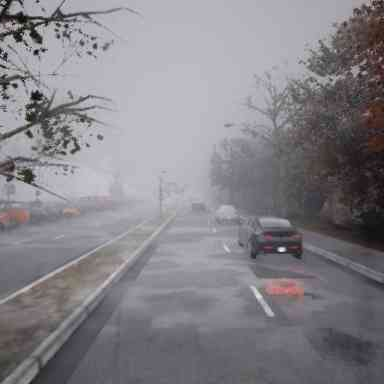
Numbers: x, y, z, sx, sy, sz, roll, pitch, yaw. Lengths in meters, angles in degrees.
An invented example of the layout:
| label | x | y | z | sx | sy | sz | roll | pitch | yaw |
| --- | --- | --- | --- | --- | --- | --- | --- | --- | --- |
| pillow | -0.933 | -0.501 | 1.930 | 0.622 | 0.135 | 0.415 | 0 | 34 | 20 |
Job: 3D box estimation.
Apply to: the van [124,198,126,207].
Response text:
| label | x | y | z | sx | sy | sz | roll | pitch | yaw |
| --- | --- | --- | --- | --- | --- | --- | --- | --- | --- |
| van | -14.020 | 1.663 | 56.313 | 4.442 | 1.987 | 1.878 | -1 | 0 | -20 |

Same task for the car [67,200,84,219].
| label | x | y | z | sx | sy | sz | roll | pitch | yaw |
| --- | --- | --- | --- | --- | --- | --- | --- | --- | --- |
| car | -13.728 | 1.859 | 32.553 | 5.366 | 1.575 | 1.946 | -1 | -1 | -20 |

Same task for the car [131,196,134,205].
| label | x | y | z | sx | sy | sz | roll | pitch | yaw |
| --- | --- | --- | --- | --- | --- | --- | --- | --- | --- |
| car | -13.905 | 1.922 | 62.321 | 4.674 | 1.452 | 2.002 | -1 | 0 | -20 |

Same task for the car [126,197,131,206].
| label | x | y | z | sx | sy | sz | roll | pitch | yaw |
| --- | --- | --- | --- | --- | --- | --- | --- | --- | --- |
| car | -13.881 | 1.758 | 59.348 | 4.553 | 1.767 | 2.185 | -1 | 0 | -20 |

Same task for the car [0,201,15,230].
| label | x | y | z | sx | sy | sz | roll | pitch | yaw |
| --- | --- | --- | --- | --- | --- | --- | --- | --- | --- |
| car | -13.869 | 1.633 | 20.553 | 4.553 | 1.767 | 2.185 | -1 | -1 | -20 |

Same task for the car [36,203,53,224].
| label | x | y | z | sx | sy | sz | roll | pitch | yaw |
| --- | --- | --- | --- | --- | --- | --- | --- | --- | --- |
| car | -13.893 | 1.861 | 26.511 | 4.674 | 1.452 | 2.002 | -1 | 0 | -20 |

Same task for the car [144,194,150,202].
| label | x | y | z | sx | sy | sz | roll | pitch | yaw |
| --- | --- | --- | --- | --- | --- | --- | --- | --- | --- |
| car | -14.089 | 1.859 | 83.269 | 5.366 | 1.575 | 1.946 | -1 | 0 | -20 |

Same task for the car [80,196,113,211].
| label | x | y | z | sx | sy | sz | roll | pitch | yaw |
| --- | --- | --- | --- | --- | --- | --- | --- | --- | --- |
| car | -13.934 | 1.646 | 44.408 | 5.566 | 2.045 | 2.435 | -1 | 0 | -20 |

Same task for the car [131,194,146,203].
| label | x | y | z | sx | sy | sz | roll | pitch | yaw |
| --- | --- | --- | --- | --- | --- | --- | --- | --- | --- |
| car | -13.889 | 1.897 | 77.345 | 4.792 | 1.488 | 2.163 | -1 | 0 | -20 |

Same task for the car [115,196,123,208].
| label | x | y | z | sx | sy | sz | roll | pitch | yaw |
| --- | --- | --- | --- | --- | --- | --- | --- | --- | --- |
| car | -13.885 | 1.641 | 50.405 | 5.566 | 2.045 | 2.435 | -1 | 0 | -20 |

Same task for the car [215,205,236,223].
| label | x | y | z | sx | sy | sz | roll | pitch | yaw |
| --- | --- | --- | --- | --- | --- | --- | --- | --- | --- |
| car | 2.997 | 1.873 | 28.890 | 1.812 | 1.442 | 4.674 | 0 | 0 | 0 |

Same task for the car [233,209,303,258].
| label | x | y | z | sx | sy | sz | roll | pitch | yaw |
| --- | --- | --- | --- | --- | --- | --- | --- | --- | --- |
| car | 3.009 | 1.681 | 13.518 | 1.837 | 1.490 | 4.892 | 0 | 0 | 0 |

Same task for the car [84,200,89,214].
| label | x | y | z | sx | sy | sz | roll | pitch | yaw |
| --- | --- | --- | --- | --- | --- | --- | --- | --- | --- |
| car | -13.874 | 1.909 | 35.480 | 4.792 | 1.488 | 2.163 | -1 | -1 | -20 |

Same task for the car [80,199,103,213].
| label | x | y | z | sx | sy | sz | roll | pitch | yaw |
| --- | --- | --- | --- | --- | --- | --- | --- | --- | --- |
| car | -13.900 | 1.934 | 41.437 | 4.674 | 1.452 | 2.002 | -1 | 0 | -20 |

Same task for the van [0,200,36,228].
| label | x | y | z | sx | sy | sz | roll | pitch | yaw |
| --- | --- | --- | --- | --- | --- | --- | --- | --- | --- |
| van | -13.793 | 1.567 | 23.582 | 4.442 | 1.987 | 1.878 | -1 | -1 | -20 |

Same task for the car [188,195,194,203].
| label | x | y | z | sx | sy | sz | roll | pitch | yaw |
| --- | --- | --- | --- | --- | --- | --- | --- | --- | --- |
| car | -0.078 | 1.769 | 82.969 | 2.128 | 1.511 | 4.902 | 0 | 0 | 0 |

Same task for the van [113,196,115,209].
| label | x | y | z | sx | sy | sz | roll | pitch | yaw |
| --- | --- | --- | --- | --- | --- | --- | --- | --- | --- |
| van | -13.800 | 1.668 | 47.452 | 4.442 | 1.987 | 1.878 | -1 | 0 | -20 |

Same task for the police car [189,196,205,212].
| label | x | y | z | sx | sy | sz | roll | pitch | yaw |
| --- | --- | --- | --- | --- | --- | --- | --- | --- | --- |
| police car | 0.857 | 1.827 | 46.497 | 1.930 | 1.638 | 5.238 | 0 | 0 | 0 |

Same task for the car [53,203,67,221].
| label | x | y | z | sx | sy | sz | roll | pitch | yaw |
| --- | --- | --- | --- | --- | --- | --- | --- | --- | --- |
| car | -13.926 | 1.877 | 29.483 | 4.792 | 1.488 | 2.163 | -1 | 0 | -20 |

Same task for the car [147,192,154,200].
| label | x | y | z | sx | sy | sz | roll | pitch | yaw |
| --- | --- | --- | --- | --- | --- | --- | --- | --- | --- |
| car | -13.896 | 1.590 | 89.360 | 5.566 | 2.045 | 2.435 | -1 | 0 | -20 |

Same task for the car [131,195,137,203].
| label | x | y | z | sx | sy | sz | roll | pitch | yaw |
| --- | --- | --- | --- | --- | --- | --- | --- | --- | --- |
| car | -13.886 | 1.908 | 65.339 | 4.792 | 1.488 | 2.163 | -1 | 0 | -20 |

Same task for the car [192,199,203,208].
| label | x | y | z | sx | sy | sz | roll | pitch | yaw |
| --- | --- | --- | --- | --- | --- | --- | --- | --- | --- |
| car | 0.847 | 1.920 | 56.389 | 1.812 | 1.442 | 4.674 | 0 | 0 | 0 |
